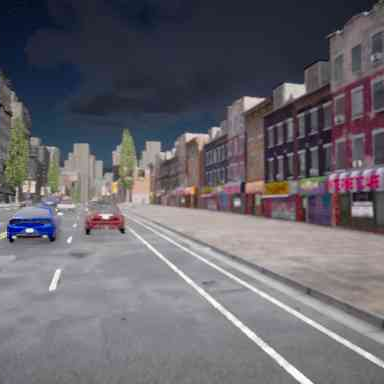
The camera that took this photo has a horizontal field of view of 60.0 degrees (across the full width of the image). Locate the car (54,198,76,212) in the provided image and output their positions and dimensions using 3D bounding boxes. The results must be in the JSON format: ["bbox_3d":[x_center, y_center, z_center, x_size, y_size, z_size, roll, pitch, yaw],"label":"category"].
[{"bbox_3d":[-14.873,1.717,39.638,1.895,1.301,4.718,1,-1,-17],"label":"car"}]

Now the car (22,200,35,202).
[{"bbox_3d":[-26.041,1.901,53.118,1.994,1.385,4.181,1,-1,-17],"label":"car"}]

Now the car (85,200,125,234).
[{"bbox_3d":[-5.174,1.352,19.586,2.097,1.767,4.553,1,0,-17],"label":"car"}]

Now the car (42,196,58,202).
[{"bbox_3d":[-22.932,1.634,54.073,2.150,2.045,5.566,1,-1,-17],"label":"car"}]

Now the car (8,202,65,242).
[{"bbox_3d":[-7.484,1.443,16.186,1.882,1.535,5.008,1,0,-17],"label":"car"}]

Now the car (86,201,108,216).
[{"bbox_3d":[-9.894,1.646,34.522,1.994,1.385,4.181,1,-1,-17],"label":"car"}]
